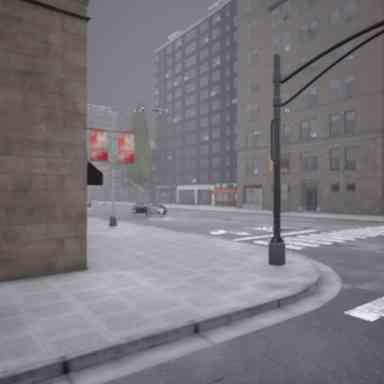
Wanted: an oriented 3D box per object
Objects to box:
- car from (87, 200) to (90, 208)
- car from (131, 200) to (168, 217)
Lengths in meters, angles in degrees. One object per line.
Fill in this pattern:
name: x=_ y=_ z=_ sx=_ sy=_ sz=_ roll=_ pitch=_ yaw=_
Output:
car: x=-16.944 y=1.618 z=50.144 sx=1.882 sy=1.535 sz=5.008 roll=0 pitch=0 yaw=-35
car: x=-4.199 y=1.549 z=32.285 sx=2.128 sy=1.511 sz=4.902 roll=0 pitch=0 yaw=-36
